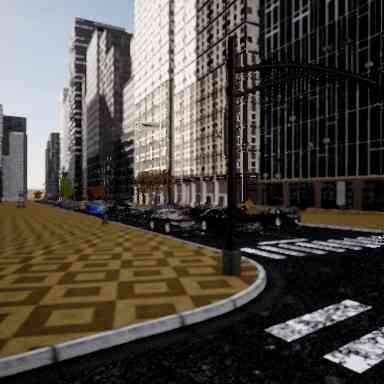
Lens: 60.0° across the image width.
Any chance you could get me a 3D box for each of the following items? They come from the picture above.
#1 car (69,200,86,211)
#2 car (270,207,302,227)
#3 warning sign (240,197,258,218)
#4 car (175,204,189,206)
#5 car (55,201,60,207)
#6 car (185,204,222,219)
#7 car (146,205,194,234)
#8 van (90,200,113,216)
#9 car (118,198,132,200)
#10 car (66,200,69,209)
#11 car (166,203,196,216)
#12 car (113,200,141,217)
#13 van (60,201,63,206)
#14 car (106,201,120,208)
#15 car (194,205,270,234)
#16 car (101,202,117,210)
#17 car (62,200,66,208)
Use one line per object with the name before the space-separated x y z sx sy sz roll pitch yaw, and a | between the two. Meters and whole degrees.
car | -19.042 2.435 56.151 2.008 1.369 4.403 -1 -1 -27
car | 6.173 1.778 24.774 2.008 1.369 4.403 -1 0 -27
warning sign | 5.402 1.453 31.640 1.300 1.860 1.060 1 -1 -27
car | -2.413 1.892 28.967 2.033 1.411 5.357 0 -1 -27
car | -31.707 2.933 81.258 1.887 1.381 4.507 -1 -1 -27
car | 1.106 1.980 34.818 1.947 1.339 4.313 -1 0 -27
car | -1.309 1.766 20.999 2.008 1.369 4.403 -1 -1 -27
van | -11.447 1.933 41.089 1.690 1.788 3.998 -1 -1 -27
car | -10.839 1.997 52.781 2.150 2.045 5.566 0 -1 -27
car | -21.500 2.506 61.022 1.752 1.417 4.829 -1 -1 -27
car | -1.427 2.074 39.839 1.947 1.339 4.313 -1 0 -27
car | -7.460 2.039 38.993 1.837 1.490 4.892 0 -1 -27
van | -26.646 2.526 71.217 1.690 1.788 3.998 -1 -1 -27
car | -16.626 2.678 69.969 1.802 1.307 4.206 -1 -1 -27
car | 2.186 1.680 19.828 1.837 1.490 4.892 0 -1 -26
car | -15.599 2.561 62.201 1.895 1.301 4.718 0 -1 -27
car | -24.108 2.629 66.194 1.887 1.381 4.507 -1 -1 -27
